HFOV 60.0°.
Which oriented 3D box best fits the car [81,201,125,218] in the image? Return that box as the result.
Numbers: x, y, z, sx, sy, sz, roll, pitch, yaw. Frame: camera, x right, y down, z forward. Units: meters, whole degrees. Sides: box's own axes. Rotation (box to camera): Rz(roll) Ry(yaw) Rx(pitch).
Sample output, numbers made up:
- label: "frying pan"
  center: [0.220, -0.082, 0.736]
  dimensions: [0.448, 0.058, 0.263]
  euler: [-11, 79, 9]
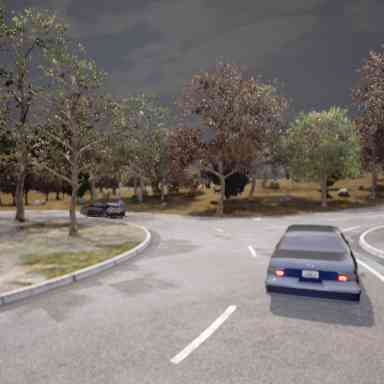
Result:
- label: "car"
  center: [-7.940, 1.500, 29.516]
  dimensions: [4.181, 1.385, 1.994]
  euler: [1, 0, 33]

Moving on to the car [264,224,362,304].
- label: "car"
  center: [3.041, 1.530, 8.361]
  dimensions: [2.033, 1.411, 5.357]
  euler: [0, 0, 21]
